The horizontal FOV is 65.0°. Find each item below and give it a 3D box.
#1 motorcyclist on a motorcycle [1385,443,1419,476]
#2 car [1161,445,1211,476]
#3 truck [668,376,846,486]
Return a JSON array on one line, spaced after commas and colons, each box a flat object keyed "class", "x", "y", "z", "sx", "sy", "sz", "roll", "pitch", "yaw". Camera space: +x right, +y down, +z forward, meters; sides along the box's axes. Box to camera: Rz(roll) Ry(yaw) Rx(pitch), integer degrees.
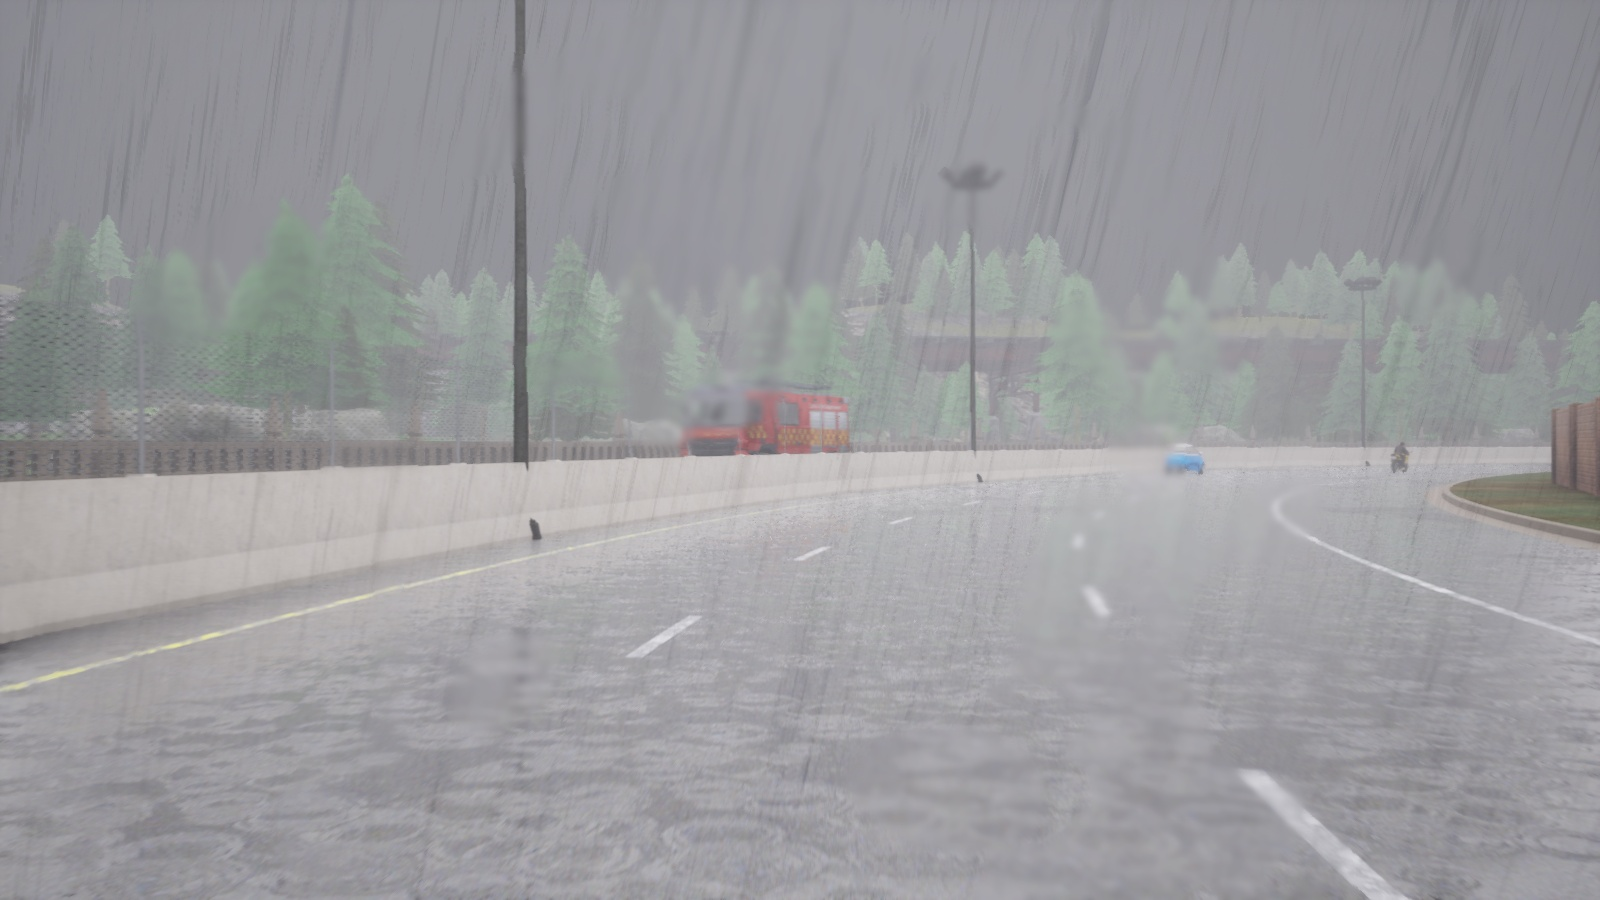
[{"class": "motorcyclist on a motorcycle", "x": 28.772, "y": 0.418, "z": 60.007, "sx": 0.797, "sy": 1.523, "sz": 2.044, "roll": 3, "pitch": 2, "yaw": 44}, {"class": "car", "x": 17.860, "y": 0.491, "z": 58.130, "sx": 1.481, "sy": 1.376, "sz": 2.207, "roll": 0, "pitch": 0, "yaw": 39}, {"class": "truck", "x": -1.432, "y": -0.691, "z": 48.081, "sx": 2.891, "sy": 3.827, "sz": 8.468, "roll": 0, "pitch": 0, "yaw": 29}]
